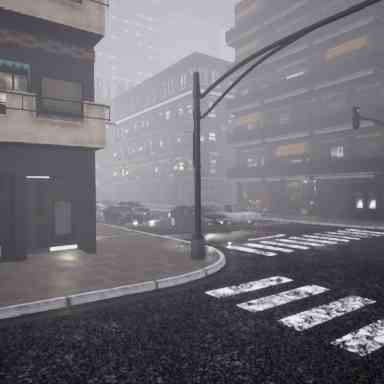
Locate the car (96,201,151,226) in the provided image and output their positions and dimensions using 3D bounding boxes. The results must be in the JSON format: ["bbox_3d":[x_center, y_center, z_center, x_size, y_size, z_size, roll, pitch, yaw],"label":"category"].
[{"bbox_3d":[-5.155,1.632,24.549,1.947,1.339,4.313,-1,1,-36],"label":"car"}]

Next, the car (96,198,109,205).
[{"bbox_3d":[-11.325,1.568,37.264,1.812,1.442,4.674,-1,1,-36],"label":"car"}]

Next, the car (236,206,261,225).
[{"bbox_3d":[2.430,1.593,23.071,1.895,1.301,4.718,-1,1,-34],"label":"car"}]

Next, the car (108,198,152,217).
[{"bbox_3d":[-5.275,1.541,28.909,1.837,1.490,4.892,-1,1,-36],"label":"car"}]

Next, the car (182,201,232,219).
[{"bbox_3d":[1.223,1.512,29.176,2.008,1.369,4.403,-1,1,-36],"label":"car"}]

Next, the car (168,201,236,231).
[{"bbox_3d":[0.295,1.534,21.233,1.837,1.490,4.892,-1,1,-36],"label":"car"}]
